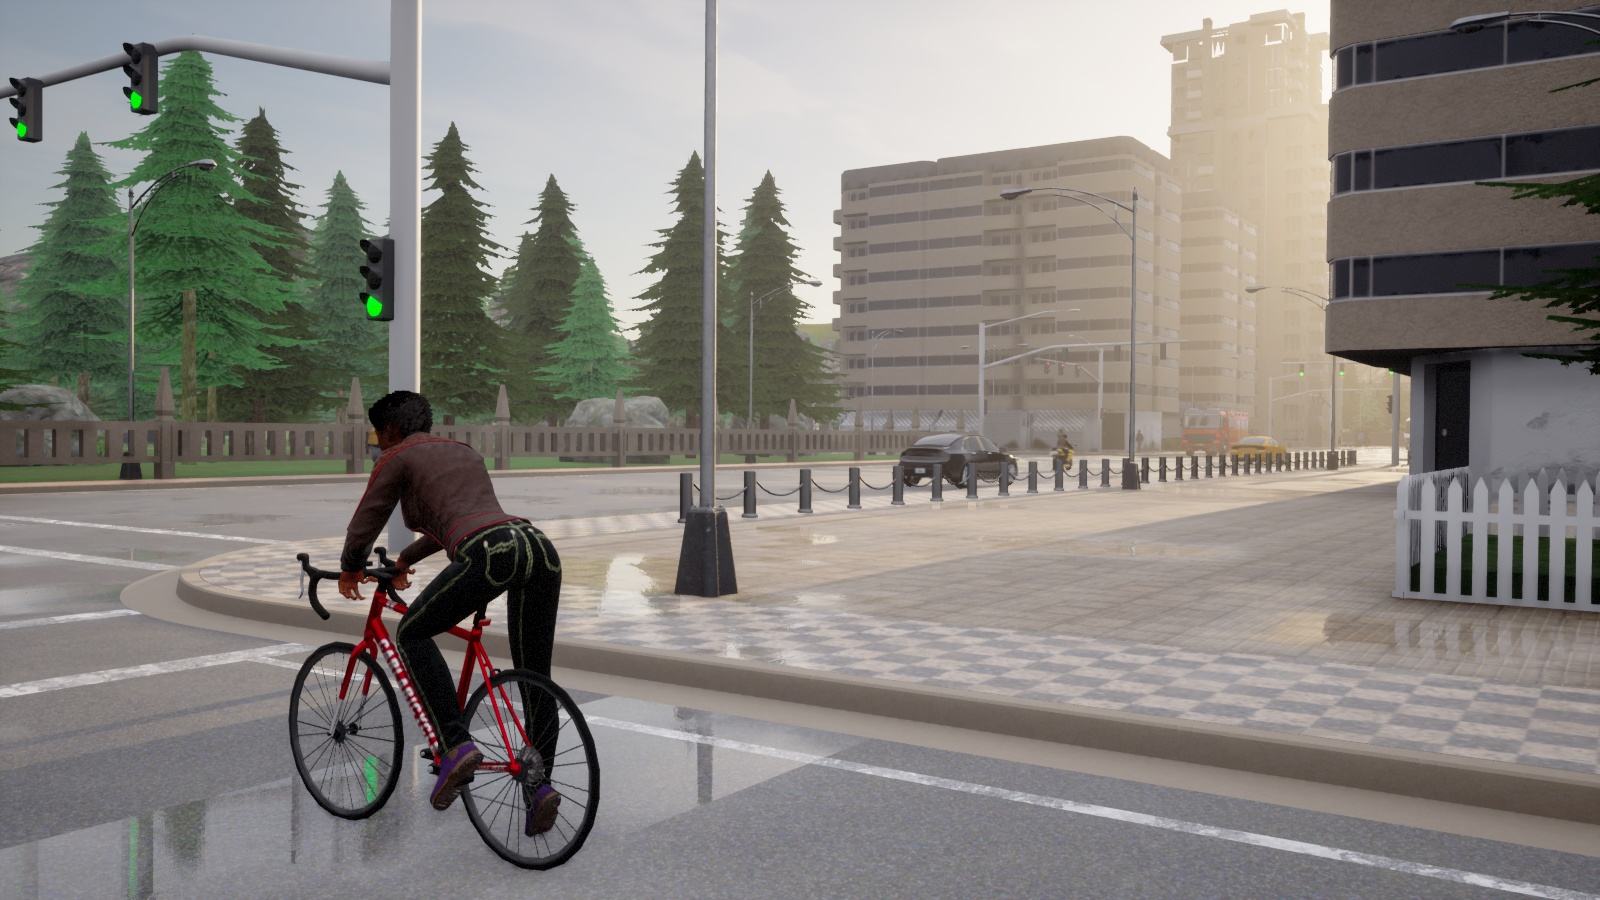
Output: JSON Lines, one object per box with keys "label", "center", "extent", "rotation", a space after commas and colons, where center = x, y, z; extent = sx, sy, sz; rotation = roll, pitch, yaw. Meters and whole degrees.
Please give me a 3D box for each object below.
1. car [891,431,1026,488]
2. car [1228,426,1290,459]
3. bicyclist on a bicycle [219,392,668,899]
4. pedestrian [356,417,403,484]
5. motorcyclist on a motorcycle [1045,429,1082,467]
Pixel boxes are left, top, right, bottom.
{"label": "car", "center": [4.594, 0.207, 35.744], "extent": [1.837, 1.490, 4.892], "rotation": [0, 1, 34]}
{"label": "car", "center": [23.487, -0.401, 64.146], "extent": [1.882, 1.535, 5.008], "rotation": [0, 2, 34]}
{"label": "bicyclist on a bicycle", "center": [-1.313, 0.635, 4.495], "extent": [1.656, 1.620, 0.582], "rotation": [0, 1, 34]}
{"label": "pedestrian", "center": [-11.872, 0.013, 35.466], "extent": [0.874, 1.855, 0.900], "rotation": [0, 1, 33]}
{"label": "motorcyclist on a motorcycle", "center": [10.783, -0.085, 51.371], "extent": [0.797, 1.523, 2.044], "rotation": [0, 1, 34]}
